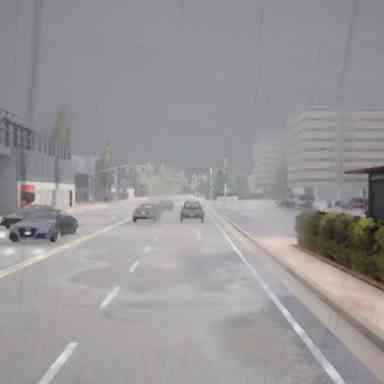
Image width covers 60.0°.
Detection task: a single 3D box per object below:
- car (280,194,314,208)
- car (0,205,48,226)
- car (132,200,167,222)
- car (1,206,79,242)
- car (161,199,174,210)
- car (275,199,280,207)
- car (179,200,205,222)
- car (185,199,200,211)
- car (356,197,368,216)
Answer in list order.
[{"bbox_3d":[14.276,1.221,44.411,3.866,1.878,1.905,0,0,-2],"label":"car"},{"bbox_3d":[-10.557,1.579,22.405,2.033,1.411,5.357,0,0,1],"label":"car"},{"bbox_3d":[-3.488,1.585,26.477,2.033,1.411,5.357,0,0,0],"label":"car"},{"bbox_3d":[-7.086,1.587,16.330,1.994,1.385,4.181,0,0,0],"label":"car"},{"bbox_3d":[-3.467,1.625,43.555,1.994,1.385,4.181,0,0,0],"label":"car"},{"bbox_3d":[14.255,1.222,47.305,4.605,1.855,1.932,0,0,-2],"label":"car"},{"bbox_3d":[0.016,1.531,26.760,2.128,1.511,4.902,0,0,0],"label":"car"},{"bbox_3d":[0.038,1.663,43.347,1.895,1.301,4.718,0,0,0],"label":"car"},{"bbox_3d":[14.821,1.193,24.795,3.866,1.878,1.905,0,0,-2],"label":"car"}]
